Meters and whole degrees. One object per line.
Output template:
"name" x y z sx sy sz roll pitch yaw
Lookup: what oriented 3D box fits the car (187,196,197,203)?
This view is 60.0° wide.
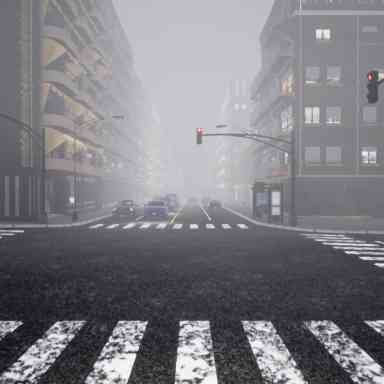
"car" 0.051 1.561 69.704 1.994 1.385 4.181 0 0 0

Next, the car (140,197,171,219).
"car" -3.108 1.475 29.285 1.882 1.535 5.008 0 0 -1

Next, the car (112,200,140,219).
"car" -5.713 1.438 29.202 1.967 1.590 4.097 0 0 0

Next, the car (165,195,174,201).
"car" -5.751 1.546 85.590 2.008 1.369 4.403 0 0 0

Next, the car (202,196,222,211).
"car" 2.660 1.548 40.480 2.008 1.369 4.403 0 0 0

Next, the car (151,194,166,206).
"car" -5.733 1.312 57.395 2.192 1.841 5.009 0 0 0

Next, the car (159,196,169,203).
"car" -5.740 1.522 68.503 1.752 1.417 4.829 0 0 0

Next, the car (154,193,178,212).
"car" -3.114 1.349 38.913 2.097 1.767 4.553 0 0 0

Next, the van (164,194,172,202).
"van" -5.748 1.337 79.951 1.690 1.788 3.998 0 0 0

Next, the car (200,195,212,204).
"car" 2.644 1.437 63.035 1.967 1.590 4.097 0 0 0

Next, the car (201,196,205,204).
"car" 2.656 1.542 46.118 1.887 1.381 4.507 0 0 0
